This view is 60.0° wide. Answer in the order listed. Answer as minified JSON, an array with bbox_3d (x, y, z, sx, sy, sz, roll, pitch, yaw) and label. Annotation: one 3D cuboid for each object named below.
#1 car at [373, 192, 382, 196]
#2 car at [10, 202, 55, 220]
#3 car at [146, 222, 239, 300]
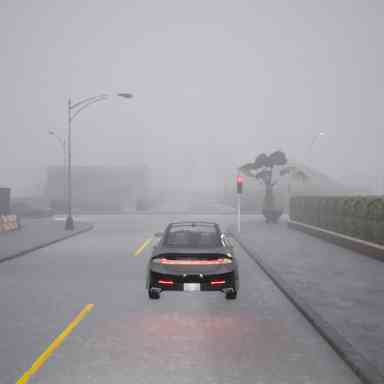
[{"bbox_3d":[38.029,0.973,67.799,1.905,1.878,3.866,0,0,0],"label":"car"},{"bbox_3d":[-13.647,1.564,27.605,4.181,1.385,1.994,0,0,0],"label":"car"},{"bbox_3d":[0.039,1.492,8.395,2.128,1.511,4.902,0,0,1],"label":"car"}]
